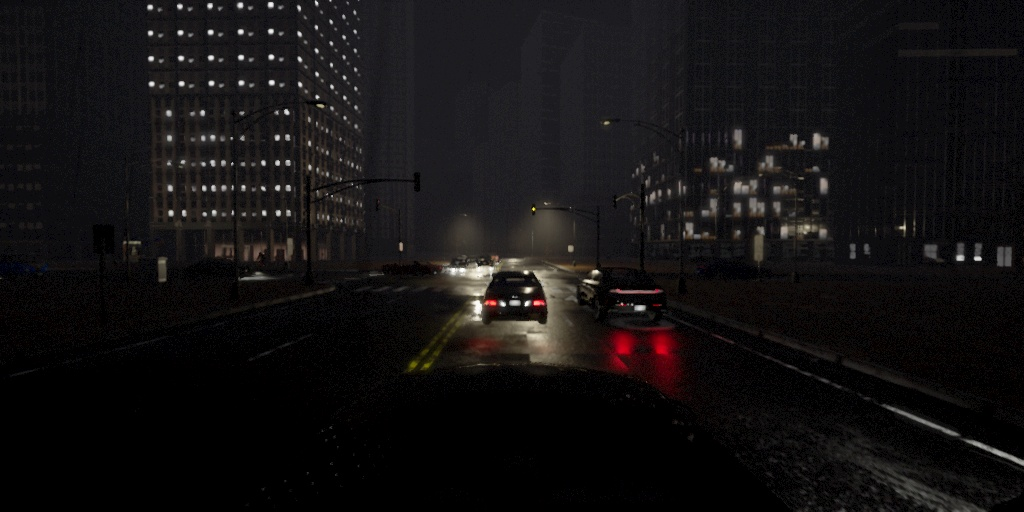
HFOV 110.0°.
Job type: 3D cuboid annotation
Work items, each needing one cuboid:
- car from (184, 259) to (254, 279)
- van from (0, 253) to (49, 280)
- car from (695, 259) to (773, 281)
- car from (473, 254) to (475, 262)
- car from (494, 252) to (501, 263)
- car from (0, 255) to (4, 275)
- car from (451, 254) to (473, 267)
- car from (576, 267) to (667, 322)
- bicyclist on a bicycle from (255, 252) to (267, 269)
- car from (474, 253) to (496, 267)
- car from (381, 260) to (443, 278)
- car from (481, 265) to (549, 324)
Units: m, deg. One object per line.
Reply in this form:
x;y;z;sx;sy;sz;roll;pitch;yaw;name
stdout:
-21.612;0.904;26.528;4.181;1.385;1.994;0;1;1;car
-33.939;0.674;24.255;3.998;1.789;1.690;0;0;1;van
16.071;0.997;26.055;5.008;1.535;1.882;0;1;2;car
-6.568;0.399;61.501;1.882;1.535;5.008;0;1;0;car
-3.316;0.259;62.449;2.097;1.767;4.553;0;1;0;car
-42.127;0.715;27.041;5.008;1.535;1.882;0;1;2;car
-6.595;0.644;45.821;2.128;1.511;4.902;0;1;0;car
3.345;1.110;11.763;2.128;1.511;4.902;0;1;0;car
-24.711;0.441;35.334;0.582;1.620;1.656;0;1;1;bicyclist on a bicycle
-3.348;0.658;45.838;1.837;1.490;4.892;0;1;0;car
-7.968;0.964;28.378;4.718;1.301;1.895;1;1;22;car
0.098;1.172;11.346;2.033;1.411;5.357;0;1;1;car
